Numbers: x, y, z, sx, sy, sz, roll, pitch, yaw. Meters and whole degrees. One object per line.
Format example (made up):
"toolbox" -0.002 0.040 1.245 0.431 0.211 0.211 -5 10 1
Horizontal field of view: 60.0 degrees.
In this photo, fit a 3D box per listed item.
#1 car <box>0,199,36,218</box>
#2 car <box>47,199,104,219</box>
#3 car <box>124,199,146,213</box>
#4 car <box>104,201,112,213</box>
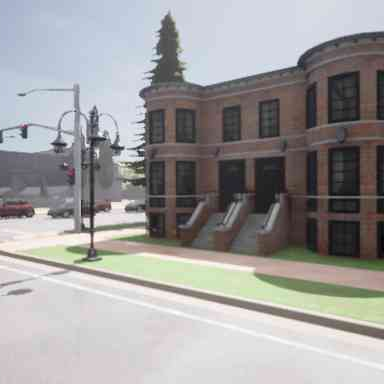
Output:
"car" -16.327 1.457 29.206 2.097 1.767 4.553 0 0 35
"car" -10.939 1.598 30.816 1.837 1.490 4.892 0 0 34
"car" -5.839 1.573 38.764 1.882 1.535 5.008 0 0 28
"car" -11.111 1.583 36.811 1.882 1.535 5.008 0 0 33
